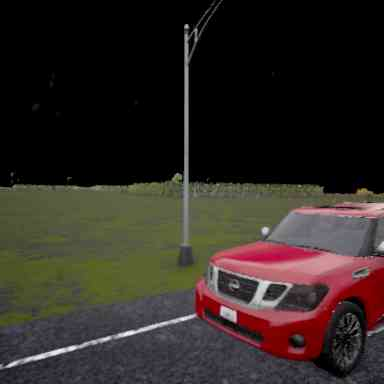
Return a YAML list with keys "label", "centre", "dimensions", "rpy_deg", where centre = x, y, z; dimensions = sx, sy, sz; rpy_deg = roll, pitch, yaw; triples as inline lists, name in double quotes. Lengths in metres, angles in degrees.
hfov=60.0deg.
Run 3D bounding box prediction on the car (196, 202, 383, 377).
- label: "car"
  centre: [2.721, 1.239, 5.935]
  dimensions: [5.566, 2.045, 2.150]
  rpy_deg: [0, 0, -36]
